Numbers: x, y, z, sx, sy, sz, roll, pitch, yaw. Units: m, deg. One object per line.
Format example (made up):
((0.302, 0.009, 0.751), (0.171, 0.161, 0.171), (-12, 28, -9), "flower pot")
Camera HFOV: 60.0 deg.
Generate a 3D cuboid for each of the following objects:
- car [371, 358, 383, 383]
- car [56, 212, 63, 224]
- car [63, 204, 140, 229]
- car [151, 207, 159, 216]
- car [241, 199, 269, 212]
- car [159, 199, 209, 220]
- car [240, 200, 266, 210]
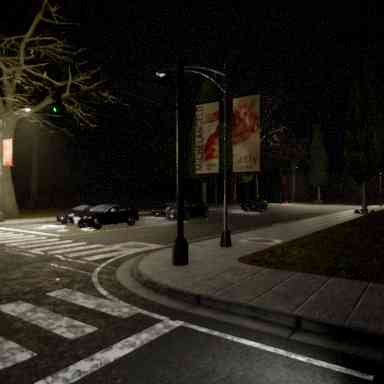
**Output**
((3.367, 1.504, 1.273), (4.892, 1.490, 1.837), (0, 0, 36), "car")
((-7.858, 1.650, 24.755), (1.994, 1.385, 4.181), (0, 0, 36), "car")
((-5.646, 1.577, 22.236), (2.128, 1.511, 4.902), (0, 0, 35), "car")
((-1.752, 1.687, 33.430), (2.033, 1.411, 5.357), (0, 0, 34), "car")
((8.043, 1.721, 41.698), (1.837, 1.490, 4.892), (0, 0, 35), "car")
((-0.403, 1.483, 29.698), (2.097, 1.767, 4.553), (0, 0, 35), "car")
((8.933, 1.859, 48.564), (1.895, 1.301, 4.718), (0, 0, 36), "car")
